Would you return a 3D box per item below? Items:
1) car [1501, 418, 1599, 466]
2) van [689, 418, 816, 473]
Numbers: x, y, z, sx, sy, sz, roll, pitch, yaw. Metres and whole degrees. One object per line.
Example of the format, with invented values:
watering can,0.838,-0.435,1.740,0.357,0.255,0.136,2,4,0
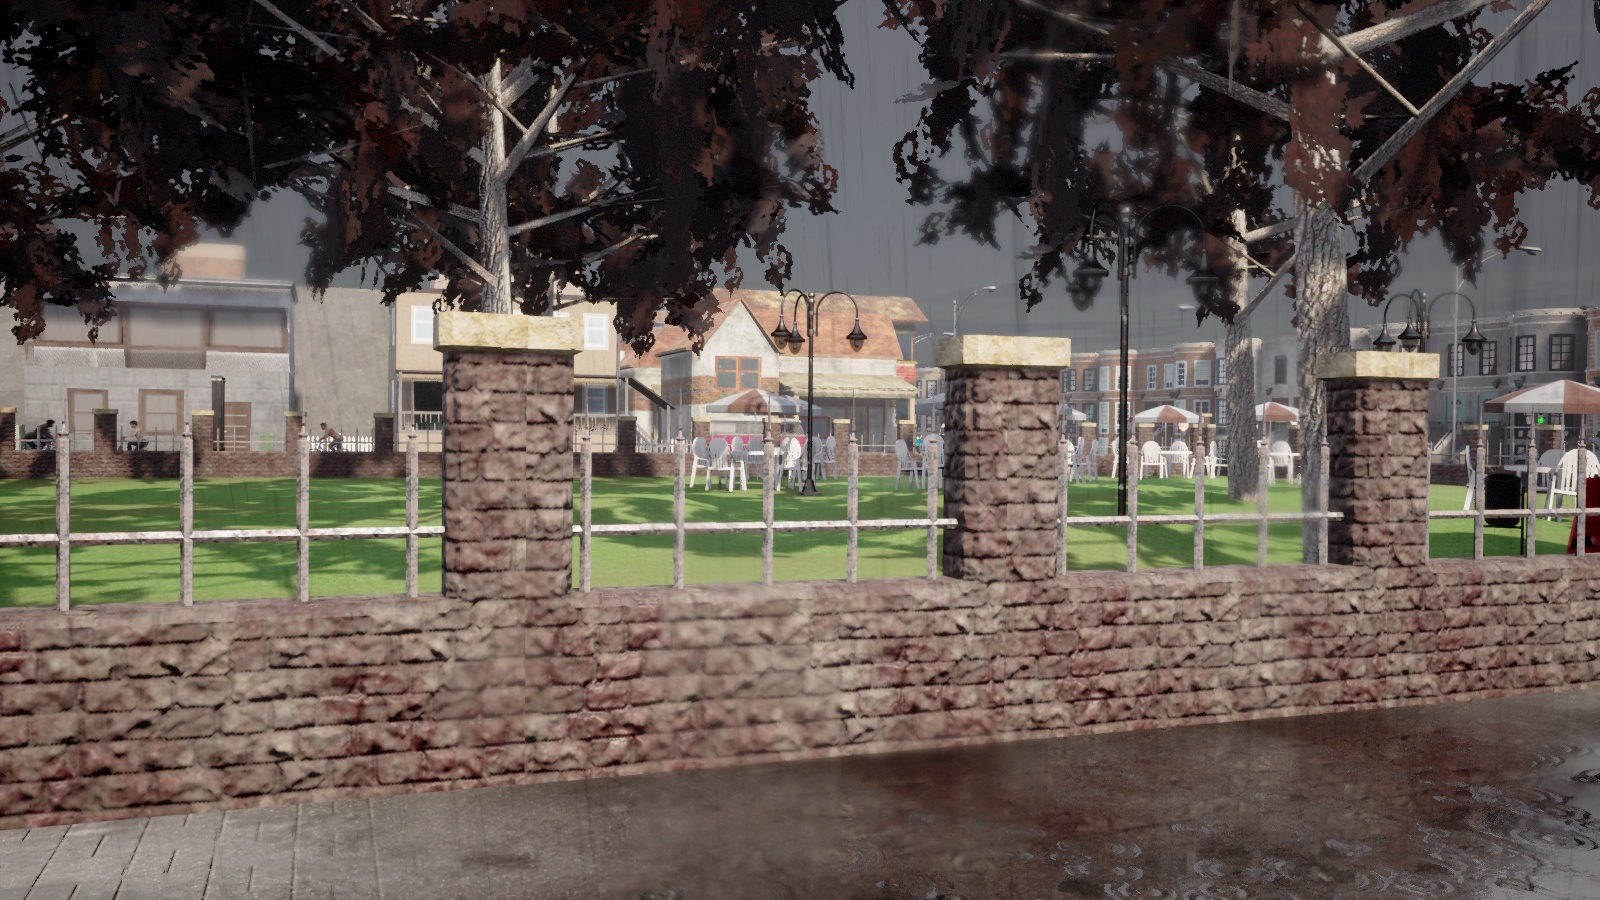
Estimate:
car,26.777,-0.303,43.606,1.851,1.617,3.988,-1,1,-21
van,-1.782,-0.202,47.210,4.442,1.987,1.775,-1,1,-21
